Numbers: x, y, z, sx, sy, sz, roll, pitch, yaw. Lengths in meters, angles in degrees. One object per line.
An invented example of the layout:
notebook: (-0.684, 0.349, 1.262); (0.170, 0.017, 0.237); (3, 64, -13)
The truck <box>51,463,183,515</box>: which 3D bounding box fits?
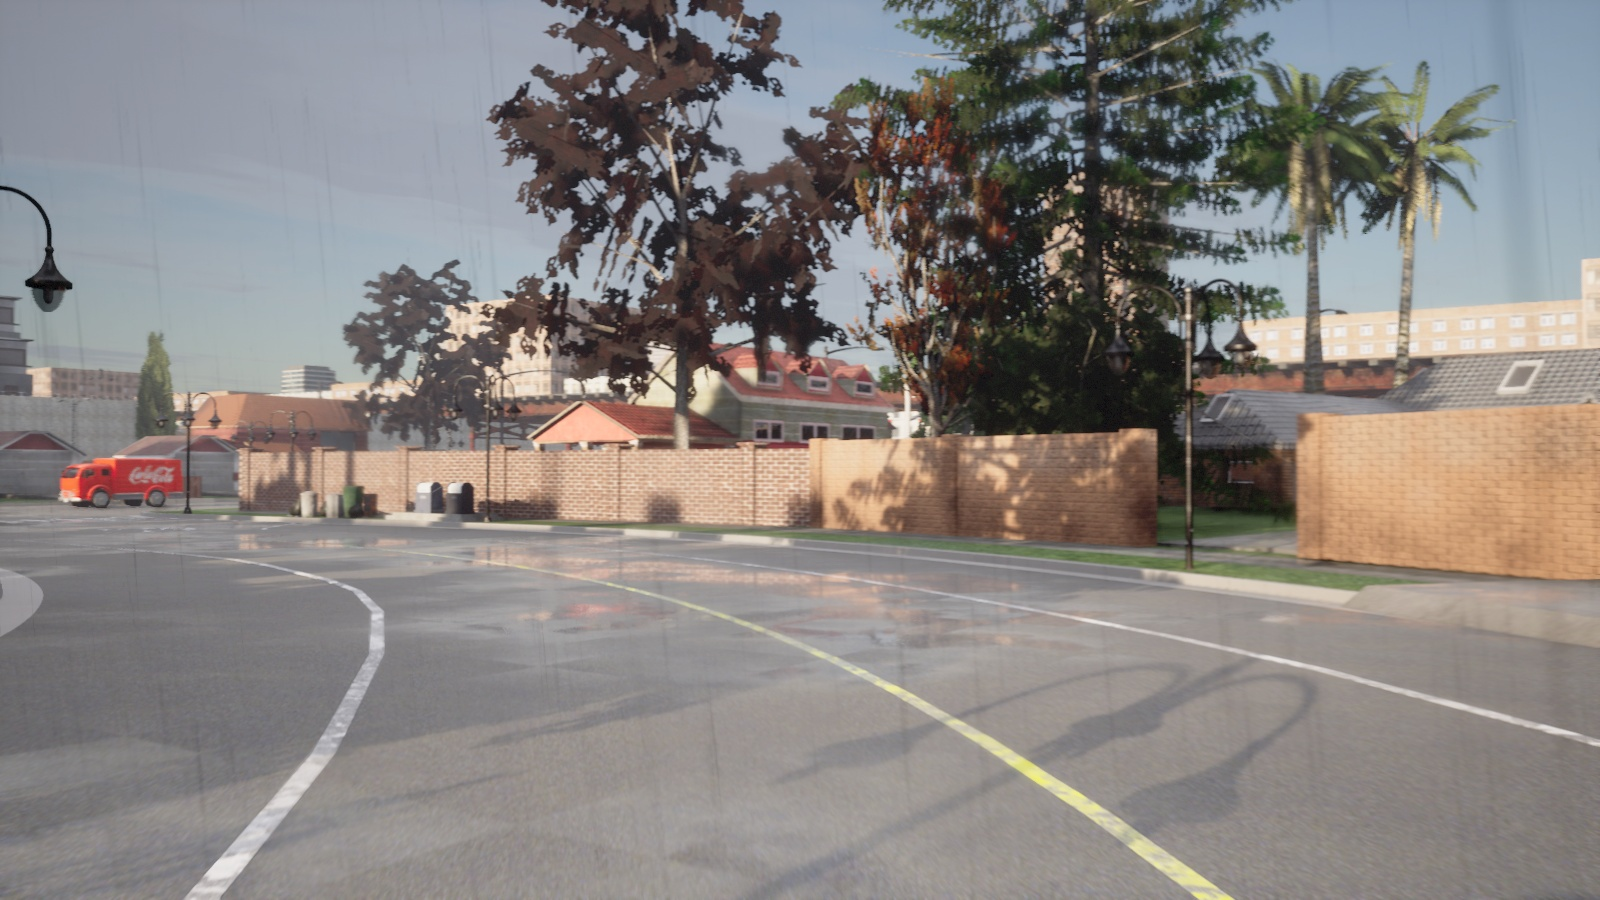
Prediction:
truck: (-34.111, 1.923, 62.861); (2.627, 2.467, 5.204); (-1, -1, 34)
